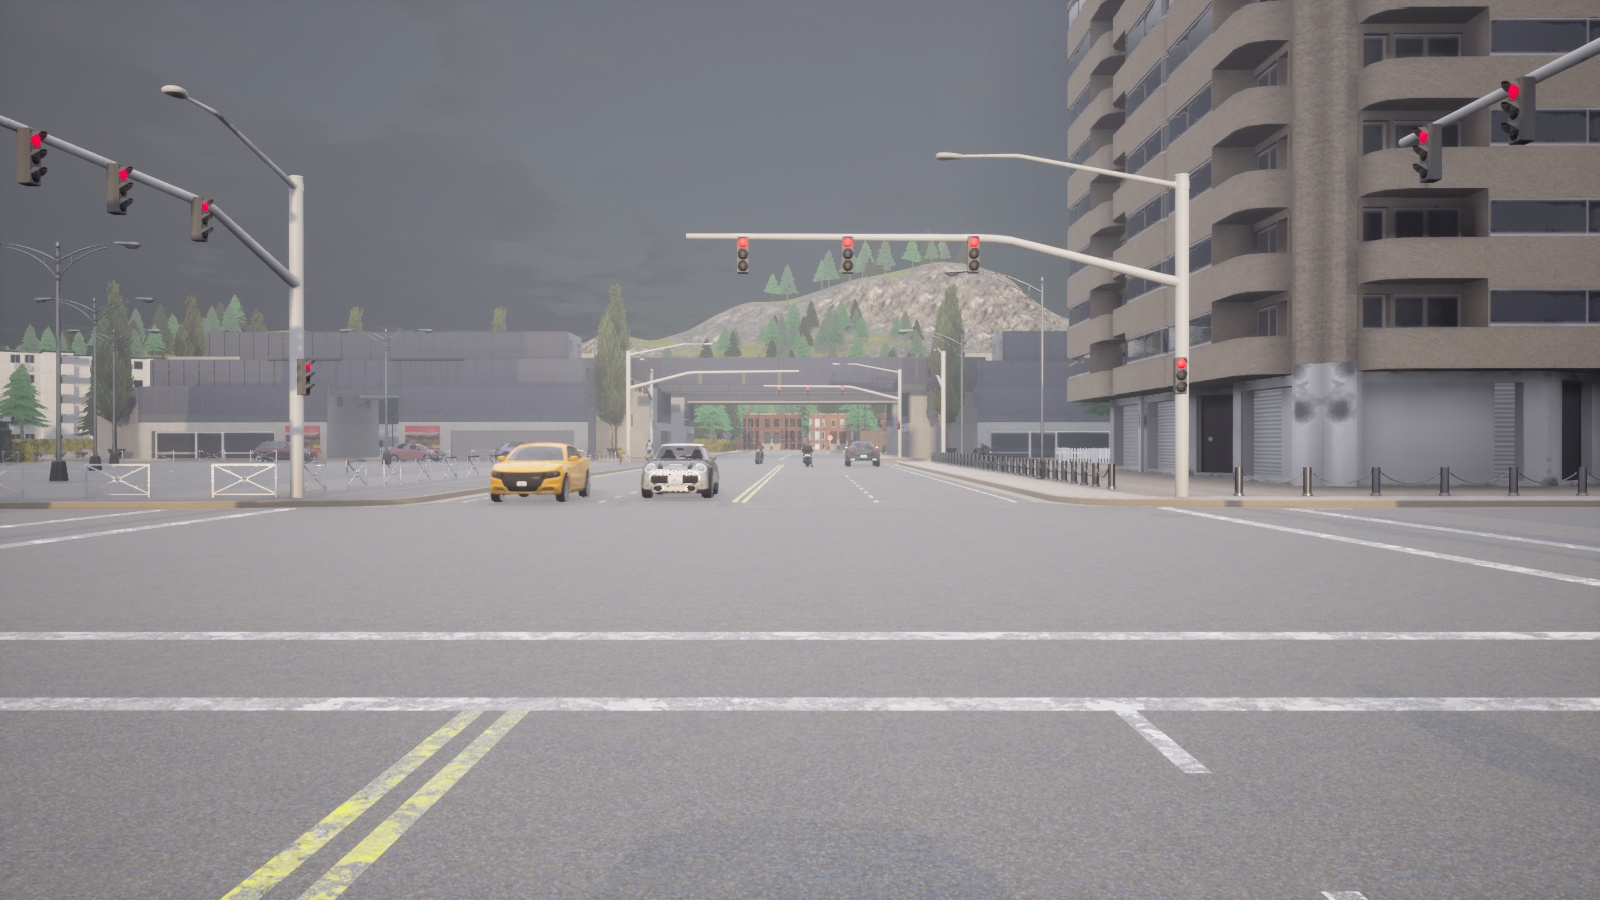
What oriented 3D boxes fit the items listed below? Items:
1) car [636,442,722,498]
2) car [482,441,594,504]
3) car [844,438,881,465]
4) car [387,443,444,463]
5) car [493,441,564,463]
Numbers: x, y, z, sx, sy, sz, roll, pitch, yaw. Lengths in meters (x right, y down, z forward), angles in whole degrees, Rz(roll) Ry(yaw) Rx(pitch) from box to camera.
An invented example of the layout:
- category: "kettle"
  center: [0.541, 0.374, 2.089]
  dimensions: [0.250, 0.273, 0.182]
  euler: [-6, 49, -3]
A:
- category: "car"
  center: [-3.284, 0.513, 34.722]
  dimensions: [1.970, 1.475, 3.806]
  euler: [0, 0, 0]
- category: "car"
  center: [-6.794, 0.531, 33.122]
  dimensions: [1.882, 1.535, 5.008]
  euler: [0, 0, 0]
- category: "car"
  center: [3.982, 0.073, 80.615]
  dimensions: [2.152, 1.651, 5.027]
  euler: [0, 0, 0]
- category: "car"
  center: [-28.654, 0.209, 93.600]
  dimensions: [3.633, 1.501, 1.845]
  euler: [0, 0, 2]
- category: "car"
  center: [-20.163, 0.133, 93.345]
  dimensions: [4.856, 1.649, 2.033]
  euler: [0, 0, 1]
